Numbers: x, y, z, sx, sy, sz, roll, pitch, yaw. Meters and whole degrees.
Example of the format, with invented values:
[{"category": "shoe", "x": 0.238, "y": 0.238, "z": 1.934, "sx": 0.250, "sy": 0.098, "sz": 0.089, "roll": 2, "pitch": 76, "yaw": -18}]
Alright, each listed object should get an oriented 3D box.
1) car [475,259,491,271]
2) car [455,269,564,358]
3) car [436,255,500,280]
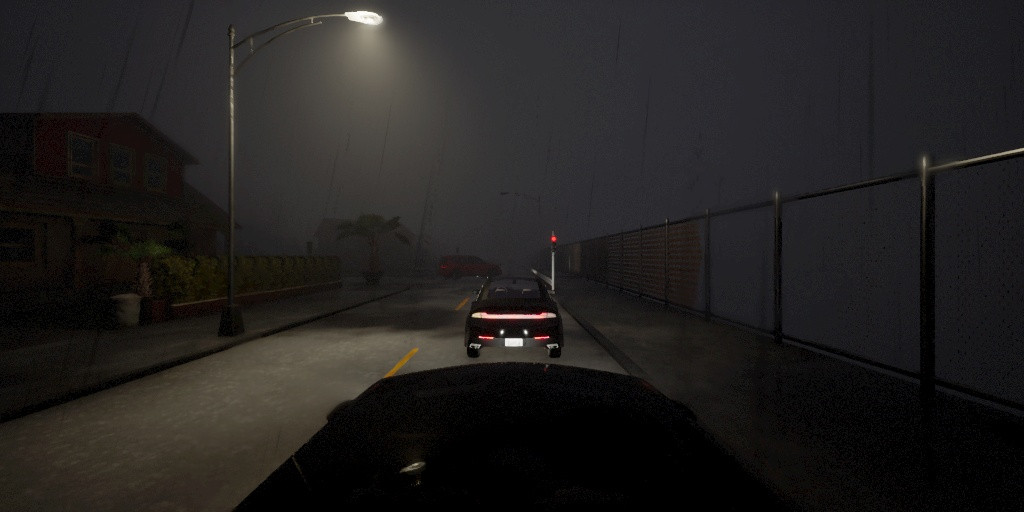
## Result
[{"category": "car", "x": -4.111, "y": 1.255, "z": 51.850, "sx": 1.837, "sy": 1.490, "sz": 4.892, "roll": 0, "pitch": 0, "yaw": 0}, {"category": "car", "x": 0.052, "y": 1.242, "z": 8.465, "sx": 2.128, "sy": 1.511, "sz": 4.902, "roll": 0, "pitch": 0, "yaw": 0}, {"category": "car", "x": -3.658, "y": 0.971, "z": 30.627, "sx": 5.566, "sy": 2.045, "sz": 2.150, "roll": 0, "pitch": 1, "yaw": -28}]
